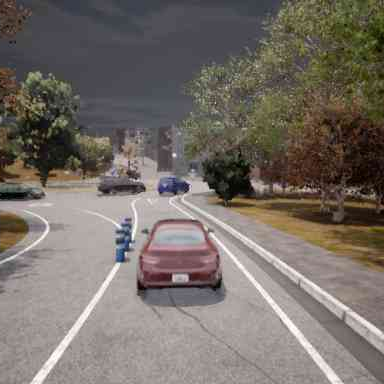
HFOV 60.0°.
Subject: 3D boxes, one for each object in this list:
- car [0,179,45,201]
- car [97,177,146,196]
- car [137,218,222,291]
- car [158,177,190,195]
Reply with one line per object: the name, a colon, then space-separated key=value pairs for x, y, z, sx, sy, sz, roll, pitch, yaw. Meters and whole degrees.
car: x=-16.749 y=-0.092 z=32.157 sx=4.553 sy=1.767 sz=2.097 roll=0 pitch=4 yaw=-4
car: x=-8.156 y=-0.715 z=38.477 sx=5.566 sy=2.045 sz=2.150 roll=-3 pitch=6 yaw=-34
car: x=-0.352 y=1.406 z=8.606 sx=1.812 sy=1.442 sz=4.674 roll=0 pitch=2 yaw=-3
car: x=-2.077 y=-0.772 z=39.253 sx=2.150 sy=2.045 sz=5.566 roll=1 pitch=5 yaw=20
